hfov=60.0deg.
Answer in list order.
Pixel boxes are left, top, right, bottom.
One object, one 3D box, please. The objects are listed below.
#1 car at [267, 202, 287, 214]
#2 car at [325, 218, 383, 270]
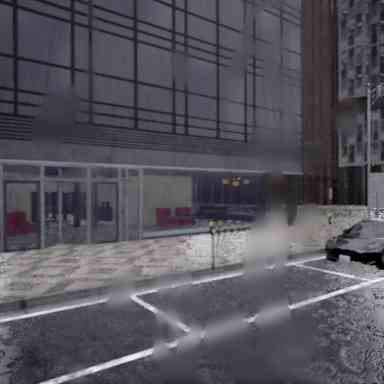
[{"bbox_3d":[10.048,1.911,41.396,2.033,1.411,5.357,0,0,-36],"label":"car"},{"bbox_3d":[6.229,1.562,10.979,4.313,1.339,1.947,0,0,-35],"label":"car"}]
